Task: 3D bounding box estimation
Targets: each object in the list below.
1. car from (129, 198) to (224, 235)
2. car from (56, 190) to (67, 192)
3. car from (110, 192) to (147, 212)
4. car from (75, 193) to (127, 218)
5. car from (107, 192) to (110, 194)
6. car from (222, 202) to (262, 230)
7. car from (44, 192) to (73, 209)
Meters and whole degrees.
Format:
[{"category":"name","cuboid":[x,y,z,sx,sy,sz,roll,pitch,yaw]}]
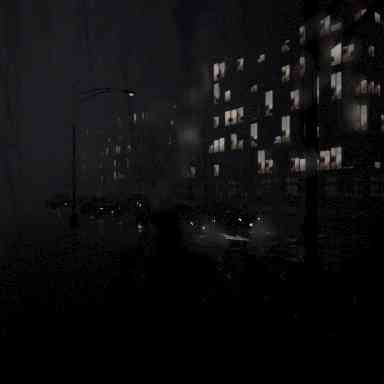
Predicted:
[{"category":"car","cuboid":[-1.030,1.292,17.668,2.033,1.411,5.357,0,1,-38]},{"category":"car","cuboid":[-25.406,0.300,64.824,1.812,1.442,4.674,0,1,-38]},{"category":"car","cuboid":[-4.613,0.911,27.468,2.097,1.767,4.553,0,1,-38]},{"category":"car","cuboid":[-7.043,1.092,25.294,1.812,1.442,4.674,0,1,-38]},{"category":"car","cuboid":[-11.222,0.689,46.725,2.128,1.511,4.902,0,1,-38]},{"category":"car","cuboid":[1.576,1.289,19.667,2.033,1.411,5.357,0,1,-36]},{"category":"car","cuboid":[-13.242,0.947,33.193,1.994,1.385,4.181,0,1,-38]}]
